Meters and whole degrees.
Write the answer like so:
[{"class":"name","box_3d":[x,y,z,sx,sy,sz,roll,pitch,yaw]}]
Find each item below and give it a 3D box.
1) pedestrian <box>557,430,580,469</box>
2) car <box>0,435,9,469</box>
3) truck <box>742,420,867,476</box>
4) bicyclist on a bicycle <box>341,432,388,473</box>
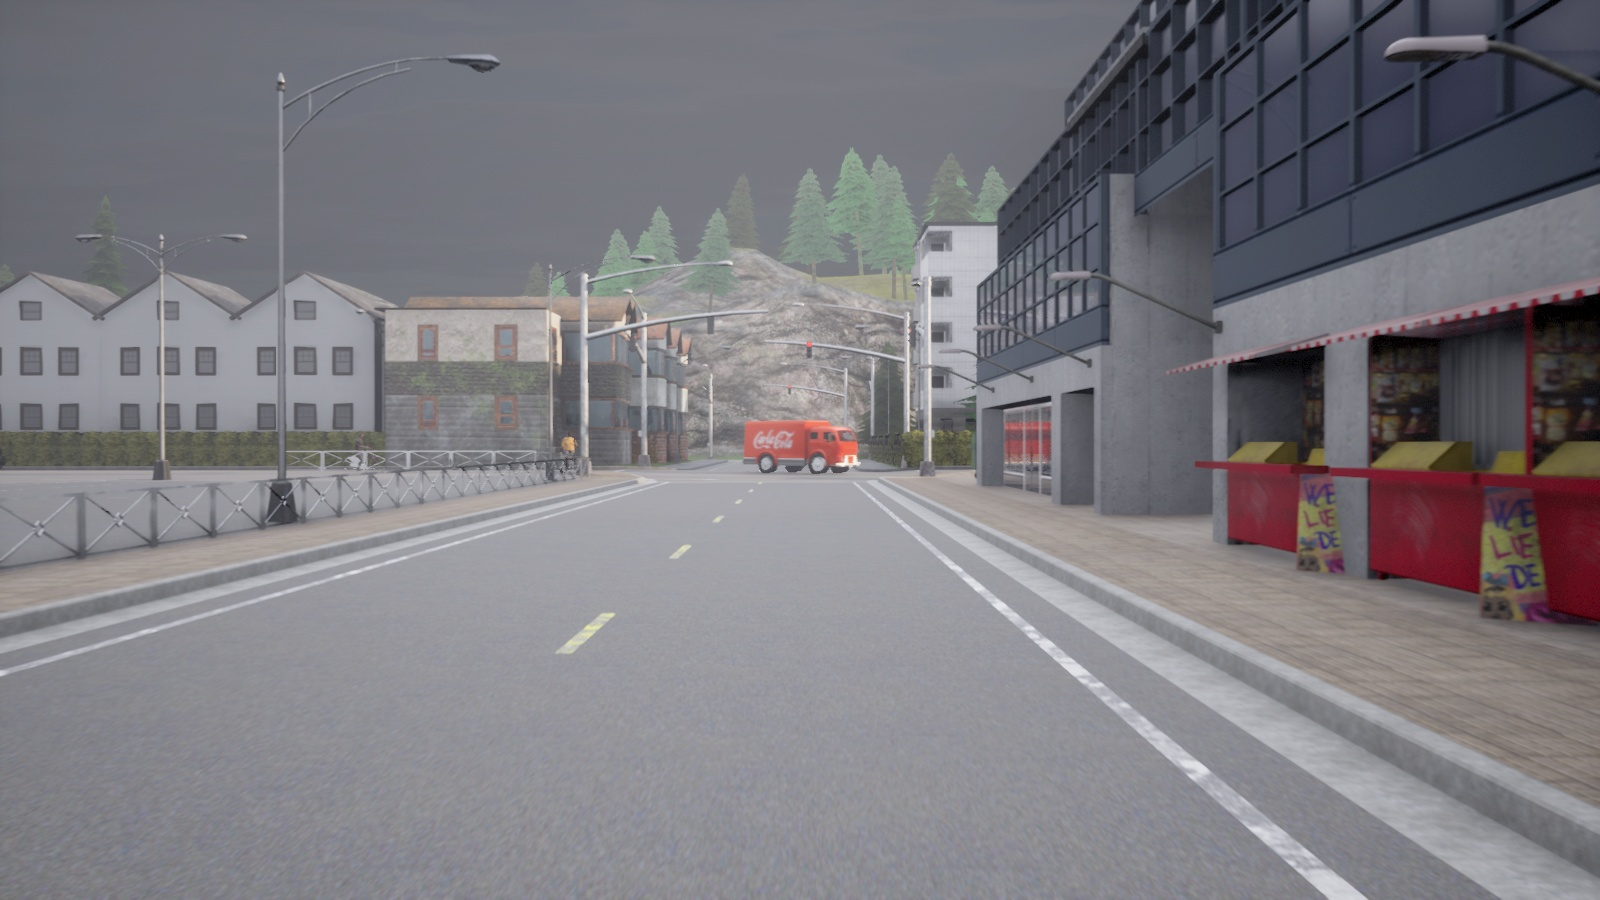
[{"class":"pedestrian","box_3d":[-11.208,-0.016,60.819,0.874,1.855,0.900,0,0,-25]},{"class":"car","box_3d":[-39.669,0.105,58.877,3.988,1.617,1.851,0,0,0]},{"class":"truck","box_3d":[0.193,-0.132,57.957,5.204,2.467,2.627,1,1,33]},{"class":"bicyclist on a bicycle","box_3d":[-19.139,0.114,55.213,1.843,1.776,0.659,0,0,0]}]
